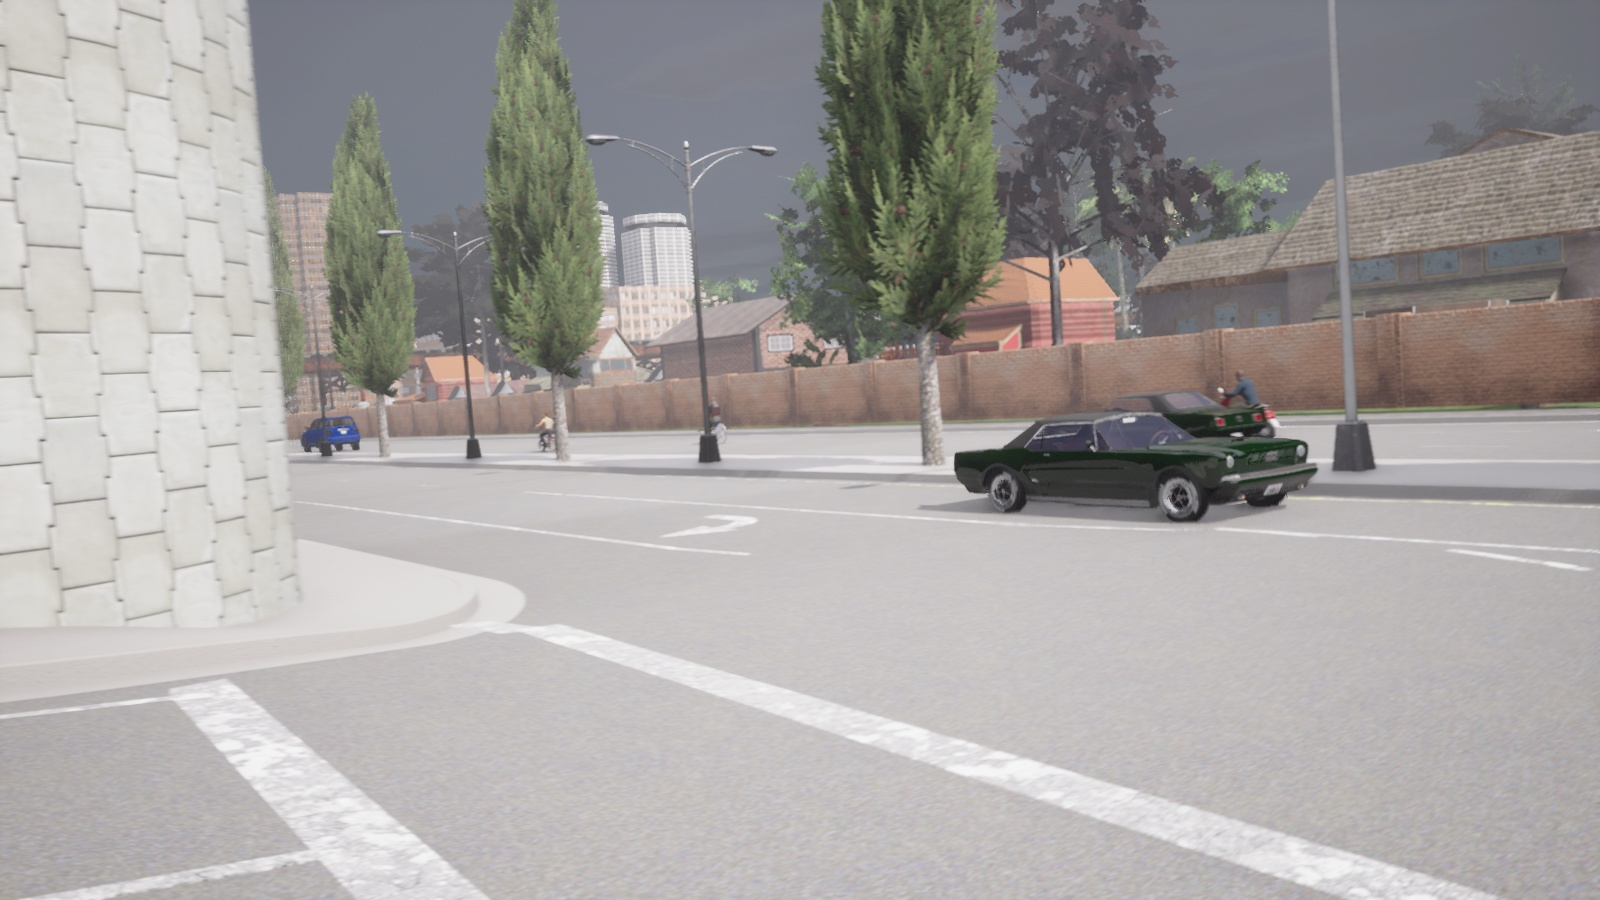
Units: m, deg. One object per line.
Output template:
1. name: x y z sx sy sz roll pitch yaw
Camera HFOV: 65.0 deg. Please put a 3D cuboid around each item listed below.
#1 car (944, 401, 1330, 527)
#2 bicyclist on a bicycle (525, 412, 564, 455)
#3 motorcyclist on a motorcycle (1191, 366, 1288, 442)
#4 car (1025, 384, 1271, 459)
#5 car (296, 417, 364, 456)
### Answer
1. car: 4.261 0.144 16.614 1.895 1.301 4.718 -6 4 -36
2. bicyclist on a bicycle: -10.158 -0.652 49.895 0.866 1.612 1.509 -6 4 -36
3. motorcyclist on a motorcycle: 9.887 -1.028 28.315 0.866 1.590 1.817 -6 4 -36
4. car: 7.126 -0.565 26.207 1.895 1.301 4.718 -6 4 -36
5. car: -27.662 -0.792 73.859 2.150 2.045 5.566 -6 4 -36
